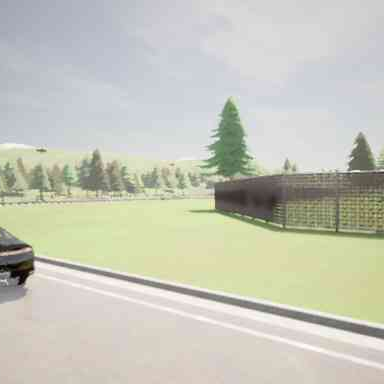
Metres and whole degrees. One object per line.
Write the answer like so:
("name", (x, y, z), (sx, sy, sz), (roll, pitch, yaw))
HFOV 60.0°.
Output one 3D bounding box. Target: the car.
("car", (-5.778, 1.483, 8.111), (4.902, 1.511, 2.128), (0, 0, 35))
